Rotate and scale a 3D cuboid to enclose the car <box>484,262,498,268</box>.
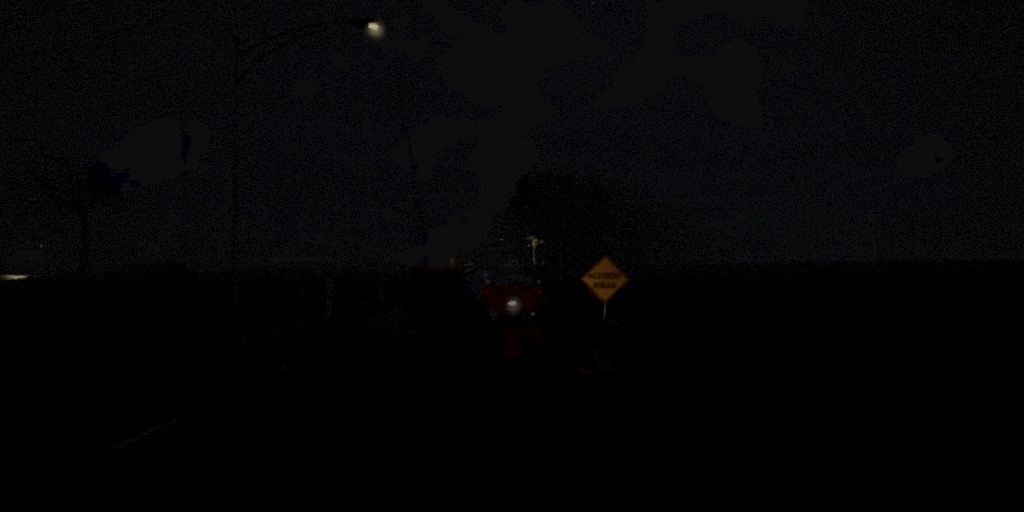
[{"bbox_3d":[-2.831,1.478,50.516,1.895,1.301,4.718,0,0,0],"label":"car"}]

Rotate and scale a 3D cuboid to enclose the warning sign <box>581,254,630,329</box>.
[{"bbox_3d":[2.448,0.887,9.491,1.300,1.860,1.060,0,0,0],"label":"warning sign"}]

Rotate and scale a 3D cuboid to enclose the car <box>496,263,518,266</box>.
[{"bbox_3d":[0.057,1.418,26.304,1.895,1.301,4.718,0,0,0],"label":"car"}]

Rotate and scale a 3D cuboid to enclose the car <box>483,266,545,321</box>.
[{"bbox_3d":[0.065,1.259,12.581,1.882,1.535,5.008,0,-1,0],"label":"car"}]
